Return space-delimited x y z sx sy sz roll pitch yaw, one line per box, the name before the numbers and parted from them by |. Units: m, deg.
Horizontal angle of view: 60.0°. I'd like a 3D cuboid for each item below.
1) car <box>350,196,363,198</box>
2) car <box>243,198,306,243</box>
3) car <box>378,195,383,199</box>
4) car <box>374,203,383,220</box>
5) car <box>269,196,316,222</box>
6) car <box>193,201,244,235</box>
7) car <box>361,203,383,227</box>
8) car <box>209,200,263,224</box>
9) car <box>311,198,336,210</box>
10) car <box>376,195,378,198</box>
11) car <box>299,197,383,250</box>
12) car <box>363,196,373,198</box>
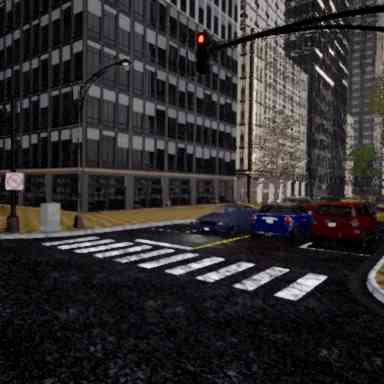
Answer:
car | 26.736 1.420 55.753 1.752 1.417 4.829 1 1 36
car | 4.643 1.304 16.195 2.097 1.767 4.553 2 1 36
car | 46.947 1.501 83.092 2.008 1.369 4.403 1 1 36
car | 16.819 1.641 28.247 1.802 1.307 4.206 1 1 36
car | 7.939 1.245 25.946 2.097 1.767 4.553 2 1 37
car | 2.312 1.418 18.343 2.033 1.411 5.357 2 1 37
car | 13.568 1.572 23.847 1.752 1.417 4.829 1 1 36
car | 3.274 1.340 24.016 1.752 1.417 4.829 1 1 36
car | 16.782 1.430 42.288 1.947 1.339 4.313 1 1 36
car | 36.891 1.475 69.491 2.008 1.369 4.403 1 1 36
car | 6.764 1.336 14.638 2.192 1.841 5.009 1 1 36
car | 33.540 1.497 64.957 1.802 1.307 4.206 1 1 36
